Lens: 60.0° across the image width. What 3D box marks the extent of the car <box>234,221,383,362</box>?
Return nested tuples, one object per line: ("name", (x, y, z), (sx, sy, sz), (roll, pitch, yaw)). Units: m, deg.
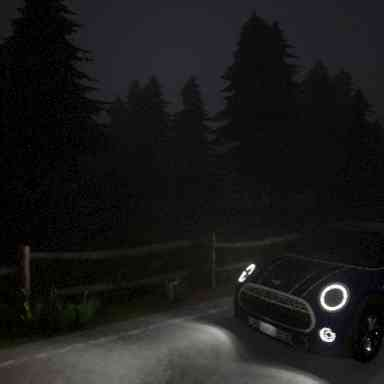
("car", (2.924, 1.372, 6.052), (4.553, 1.767, 2.097), (0, 0, -35))
